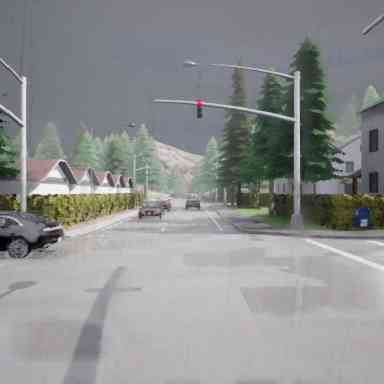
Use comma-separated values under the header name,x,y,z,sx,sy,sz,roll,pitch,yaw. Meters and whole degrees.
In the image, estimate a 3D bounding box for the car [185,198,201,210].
name,x,y,z,sx,sy,sz,roll,pitch,yaw
car,0.110,1.517,43.314,1.837,1.490,4.892,0,0,0

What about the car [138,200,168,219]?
name,x,y,z,sx,sy,sz,roll,pitch,yaw
car,-3.493,1.572,29.348,1.994,1.385,4.181,0,0,0

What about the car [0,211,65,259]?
name,x,y,z,sx,sy,sz,roll,pitch,yaw
car,-7.105,1.455,11.833,4.902,1.511,2.128,1,0,0

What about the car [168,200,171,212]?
name,x,y,z,sx,sy,sz,roll,pitch,yaw
car,-3.491,1.612,39.343,1.895,1.301,4.718,0,0,0
